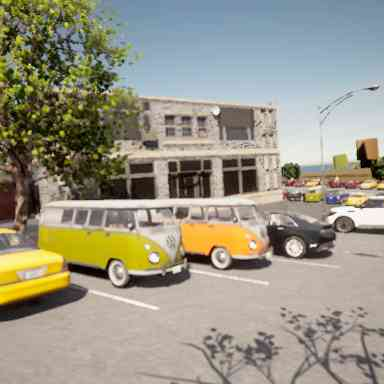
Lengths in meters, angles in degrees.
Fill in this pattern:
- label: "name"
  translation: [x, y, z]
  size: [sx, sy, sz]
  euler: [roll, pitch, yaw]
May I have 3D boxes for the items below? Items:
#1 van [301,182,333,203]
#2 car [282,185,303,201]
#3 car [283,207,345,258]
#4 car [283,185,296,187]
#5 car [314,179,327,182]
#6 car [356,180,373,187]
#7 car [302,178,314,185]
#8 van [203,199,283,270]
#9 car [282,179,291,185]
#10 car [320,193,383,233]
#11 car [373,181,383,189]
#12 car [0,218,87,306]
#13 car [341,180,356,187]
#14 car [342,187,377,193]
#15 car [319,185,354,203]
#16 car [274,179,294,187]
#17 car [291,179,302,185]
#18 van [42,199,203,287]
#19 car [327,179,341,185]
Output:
- label: "van"
  translation: [16.761, 0.274, 44.429]
  size: [1.878, 1.987, 4.442]
  euler: [0, 6, 41]
- label: "car"
  translation: [15.237, 0.392, 46.998]
  size: [2.231, 1.521, 4.892]
  euler: [0, 6, 41]
- label: "car"
  translation: [2.718, 1.443, 12.376]
  size: [4.892, 1.521, 2.231]
  euler: [-1, -1, 35]
- label: "car"
  translation: [13.807, 0.306, 49.655]
  size: [2.002, 1.452, 4.674]
  euler: [1, 7, 41]
- label: "car"
  translation: [26.243, -1.807, 64.948]
  size: [2.185, 1.767, 4.553]
  euler: [1, 5, 43]
- label: "car"
  translation: [30.346, -1.298, 57.014]
  size: [1.946, 1.575, 5.366]
  euler: [1, 6, 42]
- label: "car"
  translation: [25.029, -1.831, 67.740]
  size: [1.946, 1.575, 5.366]
  euler: [1, 5, 43]
- label: "van"
  translation: [0.330, 1.214, 10.595]
  size: [4.442, 1.987, 1.878]
  euler: [-1, -1, 35]
- label: "car"
  translation: [22.213, -2.071, 72.873]
  size: [2.097, 1.535, 5.008]
  euler: [1, 6, 44]
- label: "car"
  translation: [10.129, 1.192, 17.577]
  size: [5.566, 2.045, 2.435]
  euler: [-1, -1, 35]
- label: "car"
  translation: [32.013, -1.209, 54.703]
  size: [1.946, 1.575, 5.366]
  euler: [1, 5, 41]
- label: "car"
  translation: [-4.885, 1.440, 7.304]
  size: [5.366, 1.575, 1.946]
  euler: [-1, -1, 35]
- label: "car"
  translation: [29.051, -1.394, 59.757]
  size: [2.002, 1.452, 4.674]
  euler: [1, 5, 42]
- label: "car"
  translation: [19.791, 0.725, 39.245]
  size: [1.946, 1.575, 5.366]
  euler: [0, 6, 40]
- label: "car"
  translation: [18.149, 0.509, 41.694]
  size: [2.185, 1.767, 4.553]
  euler: [0, 6, 40]
- label: "car"
  translation: [20.884, -2.172, 75.500]
  size: [2.163, 1.488, 4.792]
  euler: [2, 6, 44]
- label: "car"
  translation: [23.573, -2.068, 70.246]
  size: [2.185, 1.767, 4.553]
  euler: [2, 6, 43]
- label: "van"
  translation: [-2.154, 1.214, 8.863]
  size: [4.442, 1.987, 1.878]
  euler: [-1, -1, 35]
- label: "car"
  translation: [27.652, -1.518, 62.364]
  size: [2.002, 1.452, 4.674]
  euler: [1, 5, 42]
